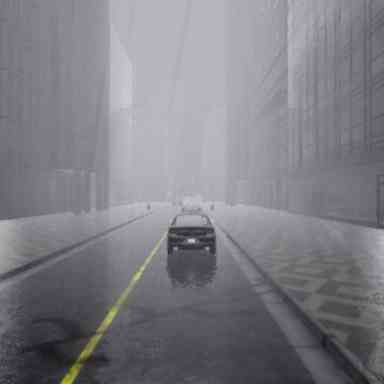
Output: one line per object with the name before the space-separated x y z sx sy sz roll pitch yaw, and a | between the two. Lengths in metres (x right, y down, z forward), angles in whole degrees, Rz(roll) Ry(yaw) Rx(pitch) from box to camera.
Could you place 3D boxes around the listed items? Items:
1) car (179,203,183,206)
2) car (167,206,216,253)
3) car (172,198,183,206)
car | -0.039 1.881 29.093 1.895 1.301 4.718 0 -1 0
car | -0.015 1.619 14.459 1.882 1.535 5.008 0 0 0
car | -3.098 2.058 70.976 2.097 1.767 4.553 0 -1 0
